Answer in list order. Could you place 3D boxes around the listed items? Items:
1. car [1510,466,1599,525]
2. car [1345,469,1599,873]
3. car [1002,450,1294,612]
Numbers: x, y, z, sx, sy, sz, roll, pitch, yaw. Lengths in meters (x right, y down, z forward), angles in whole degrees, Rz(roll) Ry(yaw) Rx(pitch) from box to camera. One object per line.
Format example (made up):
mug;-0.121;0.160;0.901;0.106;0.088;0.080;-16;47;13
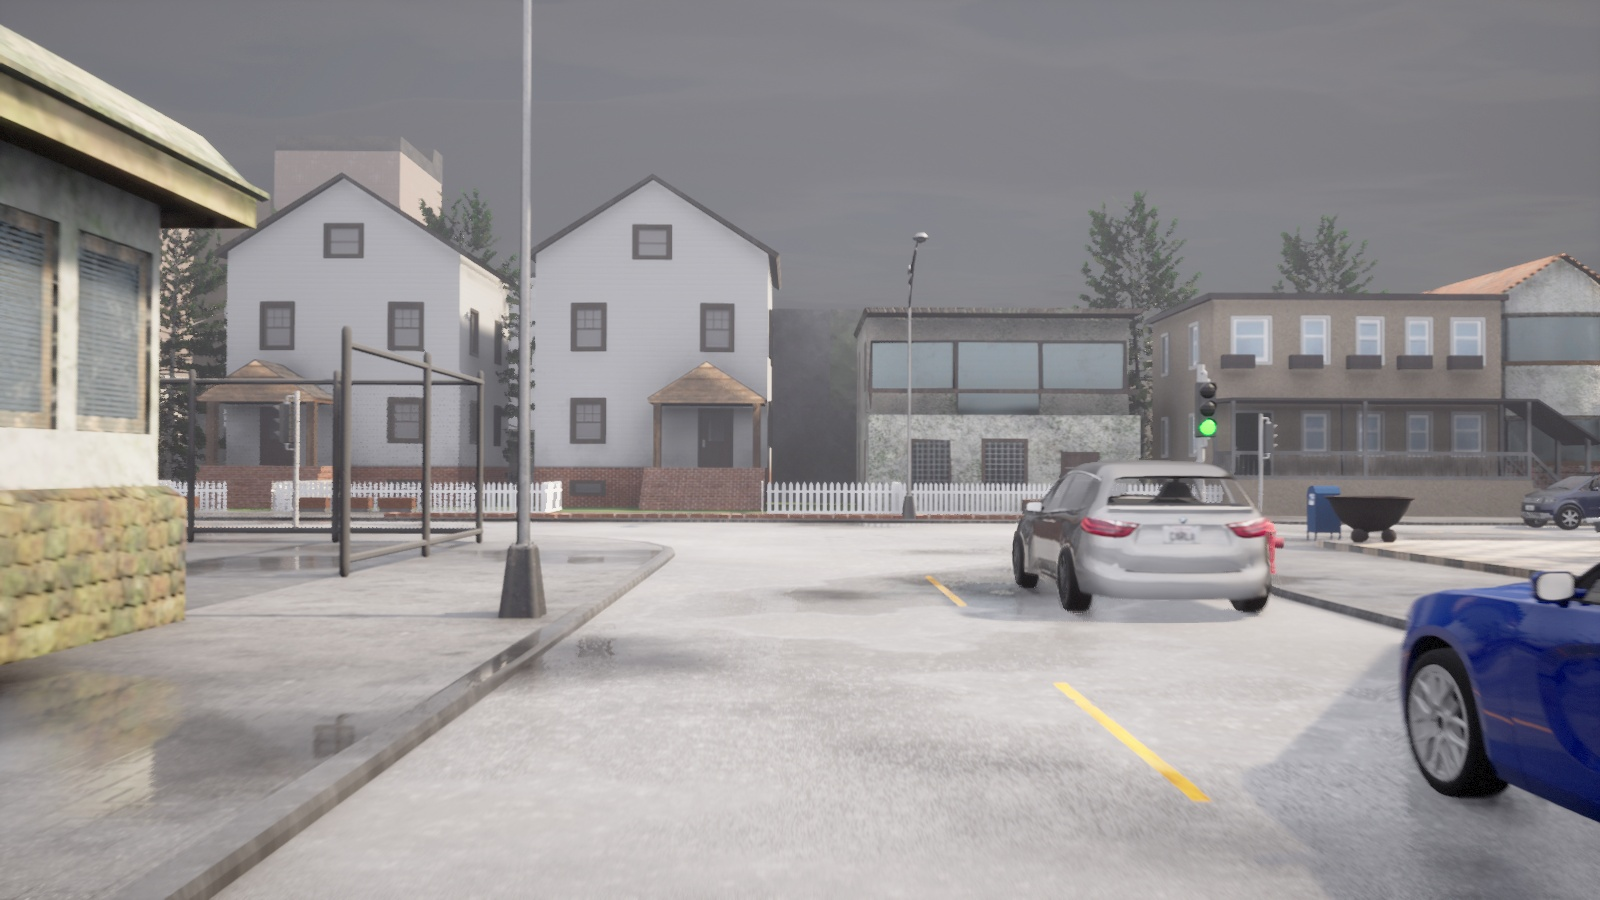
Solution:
car;21.712;1.213;34.218;3.705;1.549;1.789;0;-1;-1
car;3.991;0.840;4.488;1.882;1.535;5.008;0;-1;0
car;3.963;0.868;15.263;2.242;1.667;4.611;0;-1;0
